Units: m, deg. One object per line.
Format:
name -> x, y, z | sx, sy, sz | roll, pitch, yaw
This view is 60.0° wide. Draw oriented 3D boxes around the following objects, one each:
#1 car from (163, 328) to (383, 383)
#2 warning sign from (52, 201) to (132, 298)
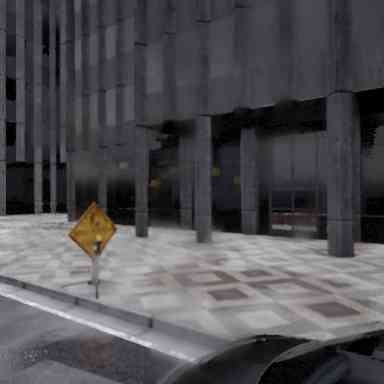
car -> 1.650, 1.564, 1.904 | 4.313, 1.339, 1.947 | 0, 0, 35
warning sign -> -2.174, 1.152, 7.337 | 1.060, 1.860, 1.300 | 0, 0, 35
